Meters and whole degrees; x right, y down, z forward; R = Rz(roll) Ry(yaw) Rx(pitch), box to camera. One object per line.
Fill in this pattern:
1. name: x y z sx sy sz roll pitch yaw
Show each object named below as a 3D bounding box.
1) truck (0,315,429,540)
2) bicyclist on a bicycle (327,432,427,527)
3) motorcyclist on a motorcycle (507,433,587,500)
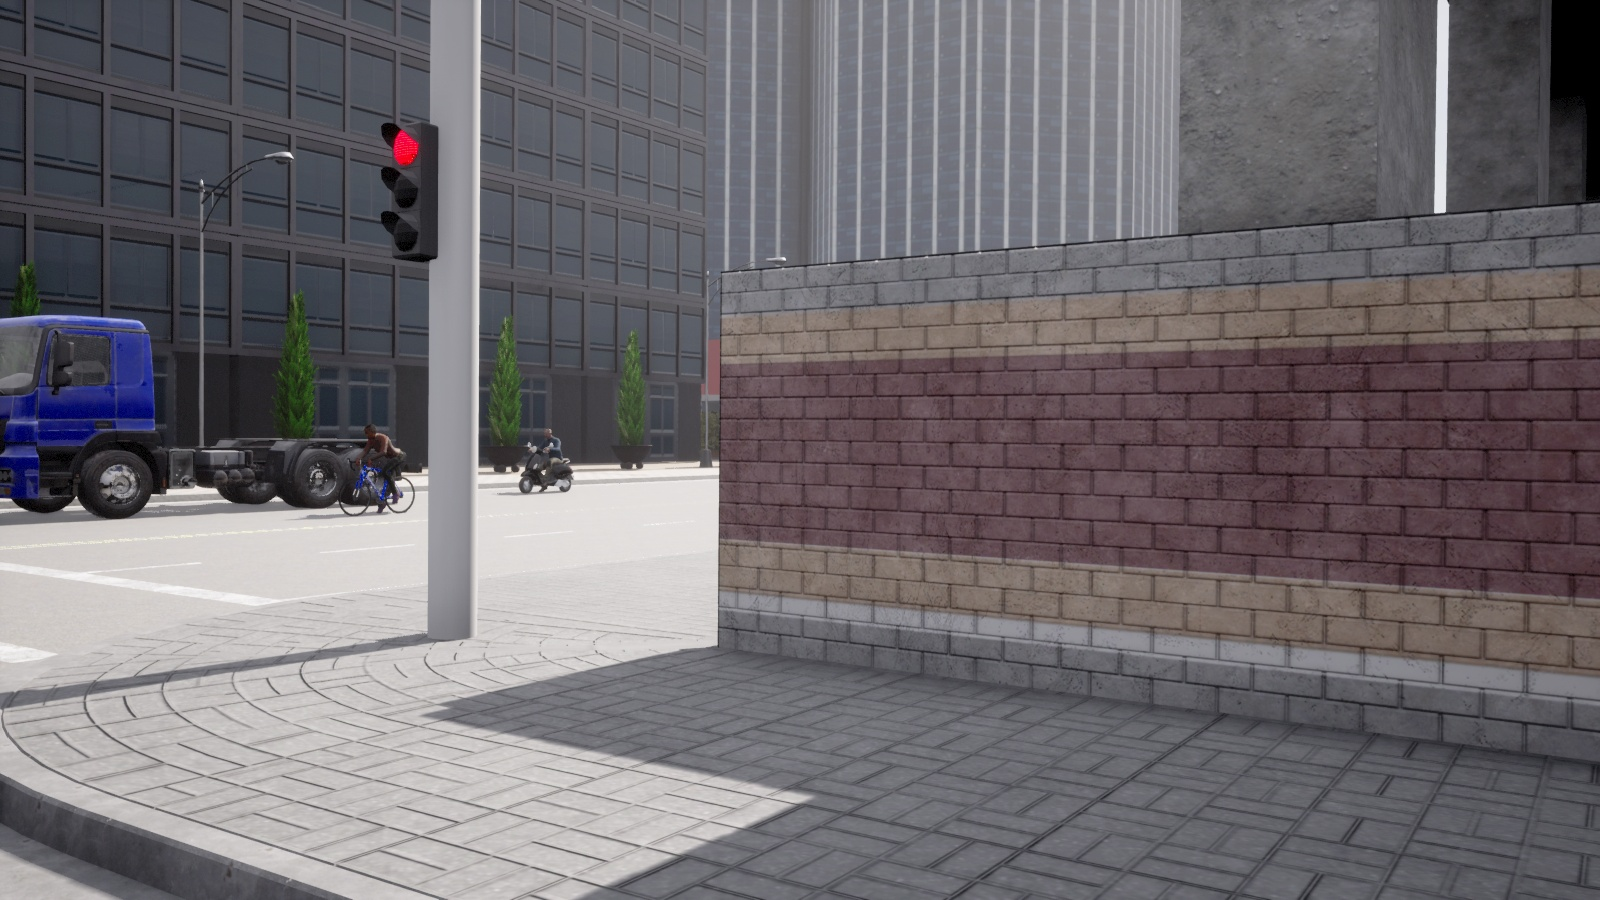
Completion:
1. truck: -11.092 -0.415 23.453 2.891 3.462 7.936 0 1 34
2. bicyclist on a bicycle: -7.542 0.501 22.464 0.582 1.620 1.656 0 1 34
3. motorcyclist on a motorcycle: -6.189 0.376 30.775 0.866 1.590 1.817 0 1 34
